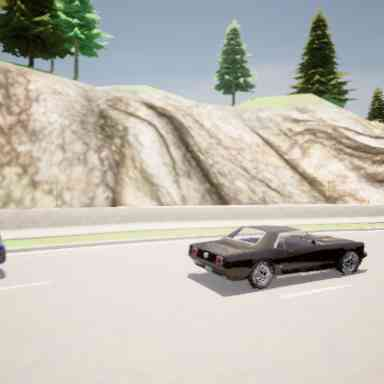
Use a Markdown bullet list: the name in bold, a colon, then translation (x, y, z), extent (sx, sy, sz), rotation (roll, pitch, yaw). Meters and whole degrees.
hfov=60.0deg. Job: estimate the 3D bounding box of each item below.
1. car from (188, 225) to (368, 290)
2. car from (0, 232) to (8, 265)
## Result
- **car**: translation (2.383, 1.536, 8.810), extent (4.718, 1.301, 1.895), rotation (0, 1, -27)
- **car**: translation (-7.225, 1.105, 7.255), extent (5.566, 2.045, 2.150), rotation (0, 0, -37)
